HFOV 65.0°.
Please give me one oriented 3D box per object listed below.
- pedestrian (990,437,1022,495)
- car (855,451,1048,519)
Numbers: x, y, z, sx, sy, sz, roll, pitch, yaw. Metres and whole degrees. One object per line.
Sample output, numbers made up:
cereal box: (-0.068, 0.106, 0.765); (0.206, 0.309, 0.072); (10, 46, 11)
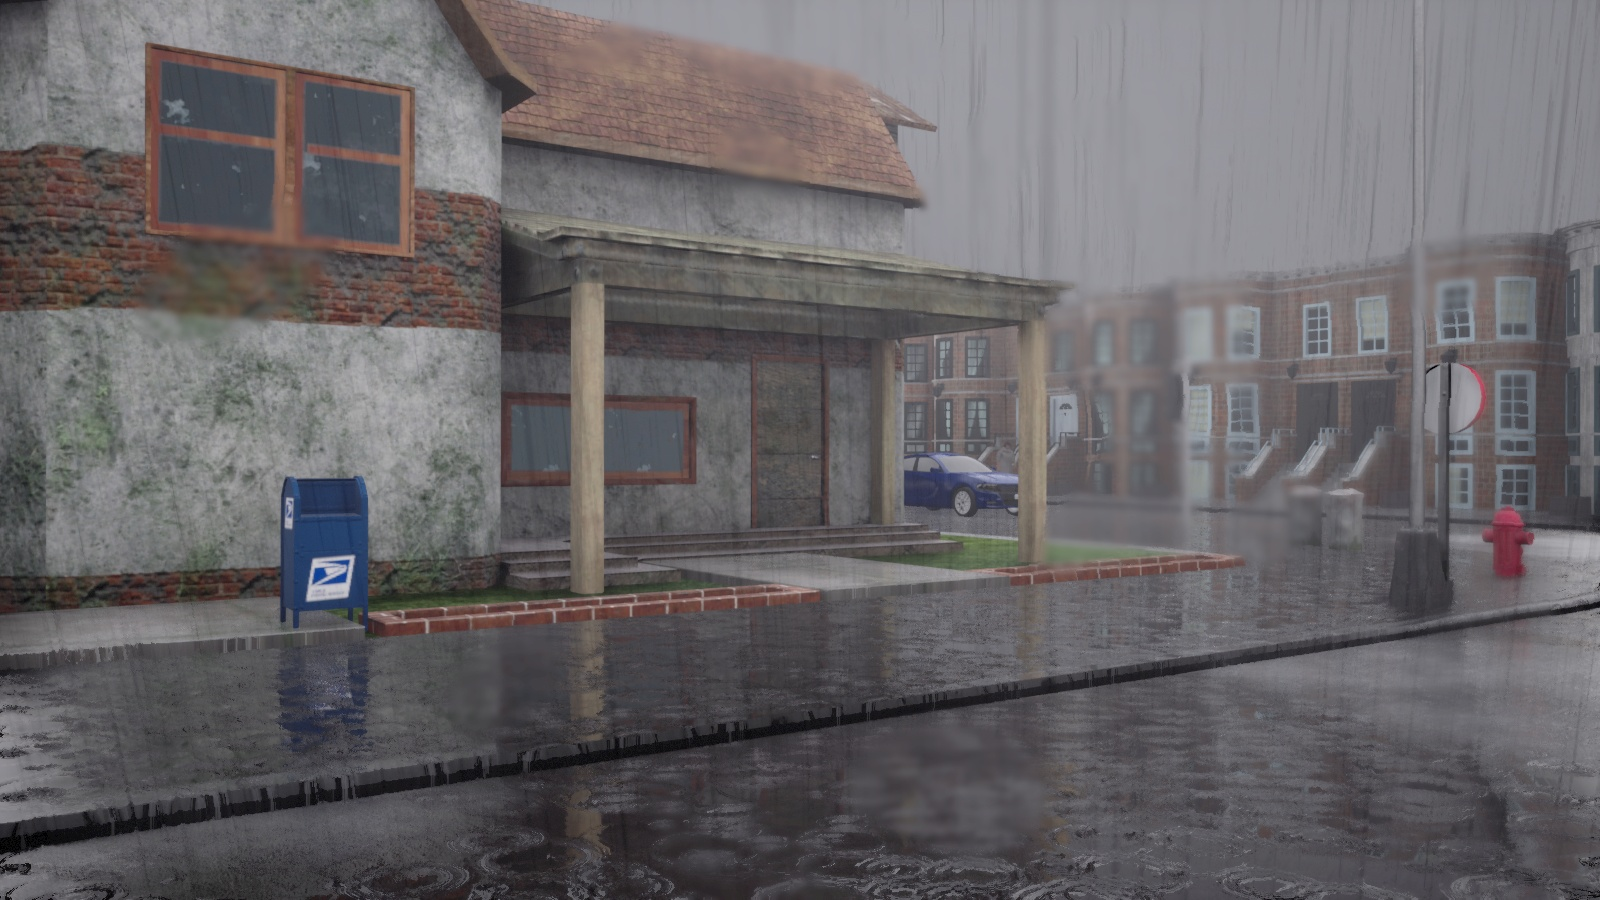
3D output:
pedestrian: (6.947, 0.540, 42.367); (0.659, 1.952, 0.873); (0, 0, -29)
car: (3.620, 0.790, 31.000); (1.882, 1.535, 5.008); (0, 0, -35)
